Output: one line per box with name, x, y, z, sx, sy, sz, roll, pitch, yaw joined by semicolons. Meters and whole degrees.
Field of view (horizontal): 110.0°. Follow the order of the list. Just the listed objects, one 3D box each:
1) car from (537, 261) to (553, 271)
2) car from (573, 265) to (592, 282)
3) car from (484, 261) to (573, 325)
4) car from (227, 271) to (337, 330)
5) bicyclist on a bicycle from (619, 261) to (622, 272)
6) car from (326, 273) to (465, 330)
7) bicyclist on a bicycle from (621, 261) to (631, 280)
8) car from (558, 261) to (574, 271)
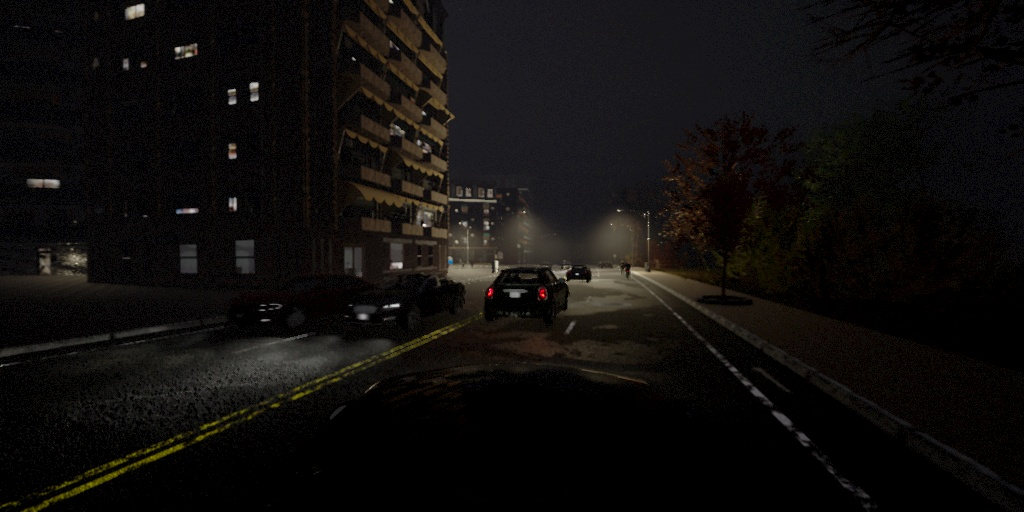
car;5.349;1.553;57.177;2.128;1.511;4.902;0;0;9
car;5.779;1.447;30.875;1.994;1.385;4.181;0;0;15
car;0.687;1.157;12.413;2.097;1.767;4.553;0;0;16
car;-6.451;1.306;11.807;1.882;1.535;5.008;0;0;16
bicyclist on a bicycle;12.187;1.356;39.696;0.582;1.620;1.656;0;-1;14
car;-3.139;1.306;11.550;2.128;1.511;4.902;0;0;16
bicyclist on a bicycle;9.965;1.319;30.886;0.582;1.620;1.656;0;-1;15
car;8.551;1.535;56.555;2.128;1.511;4.902;0;0;12
